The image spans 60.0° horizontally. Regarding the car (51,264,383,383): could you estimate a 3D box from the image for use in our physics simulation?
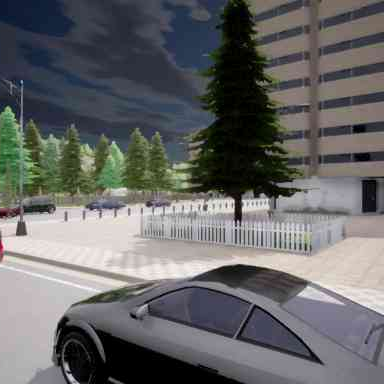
[{"bbox_3d":[0.306,1.564,3.774,4.181,1.385,1.994,0,0,35],"label":"car"}]

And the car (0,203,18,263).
[{"bbox_3d":[-7.383,1.221,9.207,5.566,2.045,2.150,0,0,36],"label":"car"}]

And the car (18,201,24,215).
[{"bbox_3d":[-16.491,1.601,26.700,1.895,1.301,4.718,0,0,35],"label":"car"}]

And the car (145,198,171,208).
[{"bbox_3d":[-4.977,1.564,49.411,1.994,1.385,4.181,0,0,36],"label":"car"}]

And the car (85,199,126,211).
[{"bbox_3d":[-10.668,1.547,41.442,2.033,1.411,5.357,0,0,35],"label":"car"}]

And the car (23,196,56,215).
[{"bbox_3d":[-16.246,1.352,33.606,2.097,1.767,4.553,0,0,35],"label":"car"}]
